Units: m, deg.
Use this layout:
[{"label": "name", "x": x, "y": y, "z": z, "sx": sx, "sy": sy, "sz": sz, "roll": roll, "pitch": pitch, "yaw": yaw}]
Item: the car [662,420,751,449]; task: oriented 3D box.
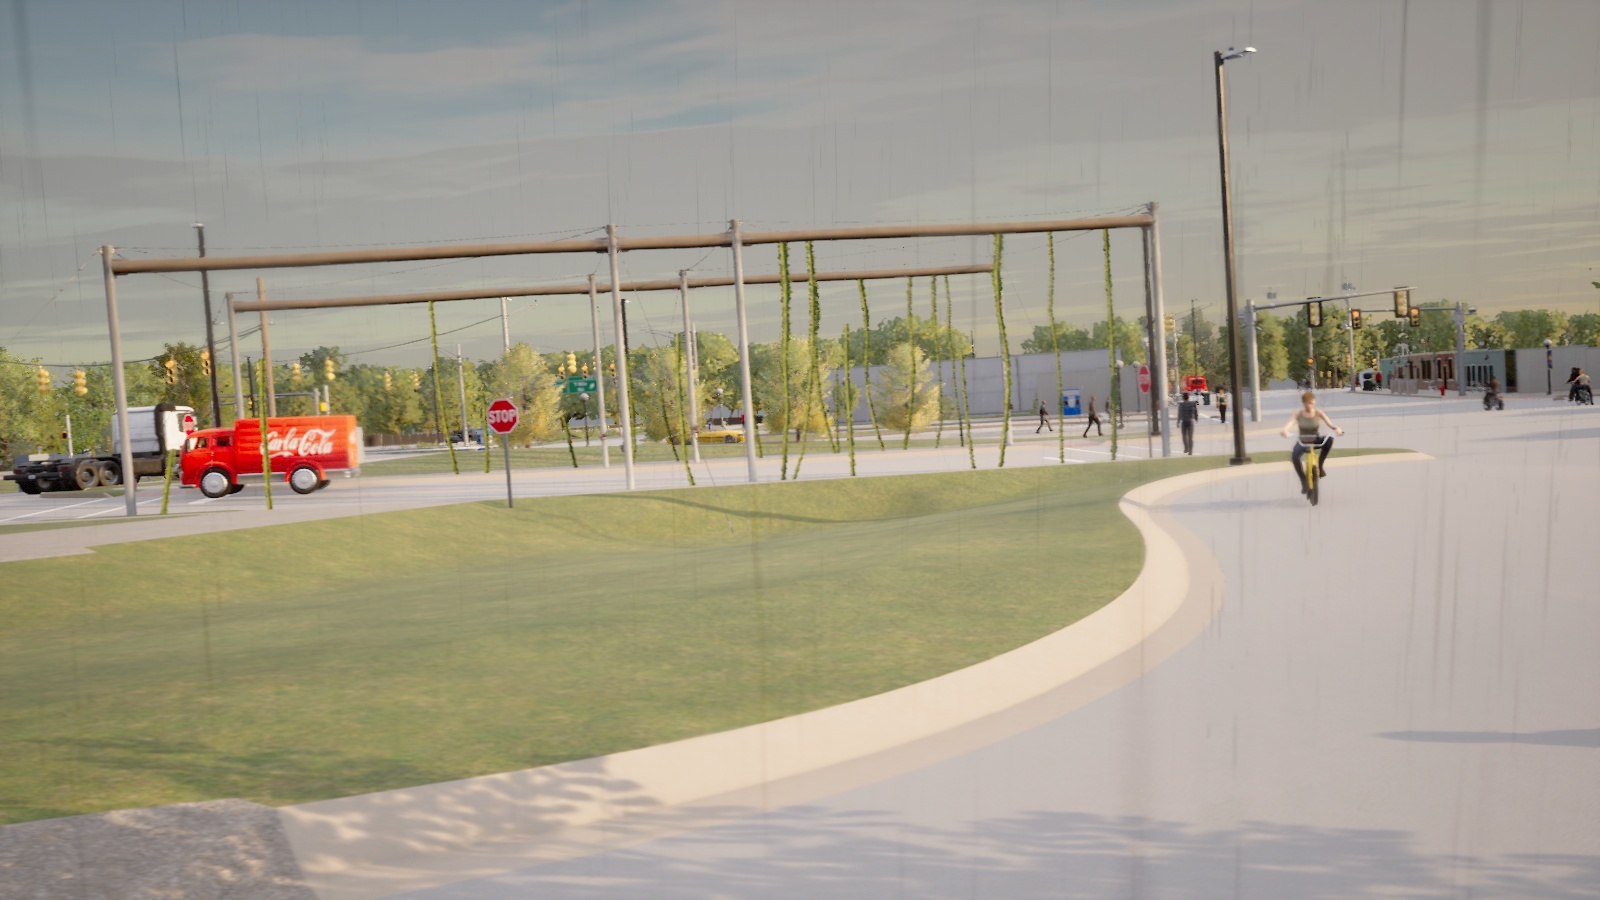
[{"label": "car", "x": -5.999, "y": -0.992, "z": 80.776, "sx": 5.366, "sy": 1.575, "sz": 1.801, "roll": -3, "pitch": 2, "yaw": 10}]

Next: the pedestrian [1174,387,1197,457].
[{"label": "pedestrian", "x": 11.037, "y": -0.809, "z": 35.954, "sx": 0.423, "sy": 1.949, "sz": 0.788, "roll": -4, "pitch": 3, "yaw": 9}]

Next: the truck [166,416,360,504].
[{"label": "truck", "x": -17.115, "y": 0.266, "z": 40.360, "sx": 5.204, "sy": 2.467, "sz": 2.627, "roll": -3, "pitch": 2, "yaw": -11}]

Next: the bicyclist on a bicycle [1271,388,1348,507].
[{"label": "bicyclist on a bicycle", "x": 7.323, "y": -0.059, "z": 18.114, "sx": 0.866, "sy": 1.612, "sz": 1.509, "roll": -2, "pitch": 2, "yaw": 17}]

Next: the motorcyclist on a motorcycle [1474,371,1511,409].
[{"label": "motorcyclist on a motorcycle", "x": 31.554, "y": -2.709, "z": 57.264, "sx": 0.766, "sy": 1.649, "sz": 2.350, "roll": -4, "pitch": 1, "yaw": 13}]

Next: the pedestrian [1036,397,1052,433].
[{"label": "pedestrian", "x": 12.889, "y": -1.843, "z": 66.403, "sx": 0.720, "sy": 1.854, "sz": 0.376, "roll": -4, "pitch": 3, "yaw": 13}]

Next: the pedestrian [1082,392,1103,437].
[{"label": "pedestrian", "x": 12.172, "y": -1.485, "z": 52.284, "sx": 0.634, "sy": 1.846, "sz": 0.331, "roll": -5, "pitch": 3, "yaw": -11}]

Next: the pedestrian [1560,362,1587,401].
[{"label": "pedestrian", "x": 37.416, "y": -3.313, "z": 60.737, "sx": 0.899, "sy": 1.844, "sz": 0.634, "roll": -4, "pitch": 3, "yaw": 11}]

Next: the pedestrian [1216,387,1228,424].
[{"label": "pedestrian", "x": 21.524, "y": -2.261, "z": 64.107, "sx": 0.345, "sy": 1.836, "sz": 0.594, "roll": -4, "pitch": 3, "yaw": 6}]

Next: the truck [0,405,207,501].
[{"label": "truck", "x": -28.381, "y": -0.008, "z": 51.404, "sx": 2.891, "sy": 3.462, "sz": 7.936, "roll": -4, "pitch": 1, "yaw": 13}]
